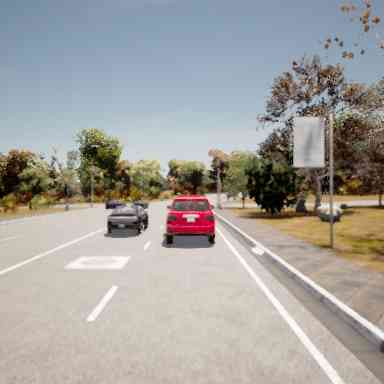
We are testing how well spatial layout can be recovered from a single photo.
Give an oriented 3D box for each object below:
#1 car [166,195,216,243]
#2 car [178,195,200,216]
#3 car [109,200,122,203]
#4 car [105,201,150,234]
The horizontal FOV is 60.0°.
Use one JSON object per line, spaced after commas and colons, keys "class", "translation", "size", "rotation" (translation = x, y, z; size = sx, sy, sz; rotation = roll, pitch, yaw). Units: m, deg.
{"class": "car", "translation": [-0.075, 1.238, 16.309], "size": [2.150, 2.045, 5.566], "rotation": [0, 0, -1]}
{"class": "car", "translation": [-0.284, 1.322, 34.968], "size": [2.150, 2.045, 5.566], "rotation": [0, 0, 0]}
{"class": "car", "translation": [-10.814, 1.805, 46.978], "size": [1.895, 1.301, 4.718], "rotation": [0, 0, 1]}
{"class": "car", "translation": [-3.616, 1.520, 19.386], "size": [2.128, 1.511, 4.902], "rotation": [0, 0, -1]}
